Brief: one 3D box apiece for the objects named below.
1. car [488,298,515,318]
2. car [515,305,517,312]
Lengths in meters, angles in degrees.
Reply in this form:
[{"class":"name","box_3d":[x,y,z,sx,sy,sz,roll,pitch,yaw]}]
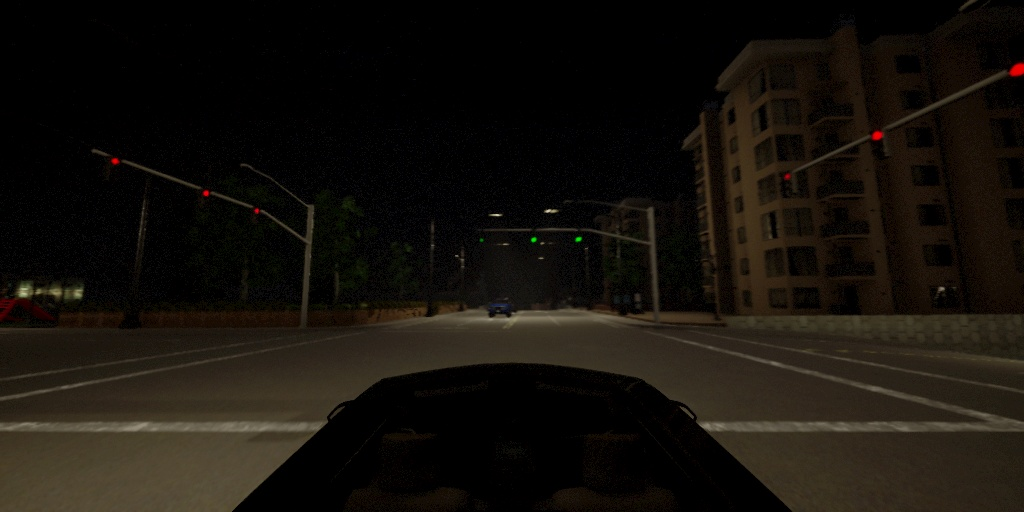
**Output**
[{"class":"car","box_3d":[-1.242,5.597,39.154,2.150,2.045,5.566,-1,-7,4]},{"class":"car","box_3d":[-0.239,7.888,54.798,2.033,1.411,5.357,-1,-7,5]}]
